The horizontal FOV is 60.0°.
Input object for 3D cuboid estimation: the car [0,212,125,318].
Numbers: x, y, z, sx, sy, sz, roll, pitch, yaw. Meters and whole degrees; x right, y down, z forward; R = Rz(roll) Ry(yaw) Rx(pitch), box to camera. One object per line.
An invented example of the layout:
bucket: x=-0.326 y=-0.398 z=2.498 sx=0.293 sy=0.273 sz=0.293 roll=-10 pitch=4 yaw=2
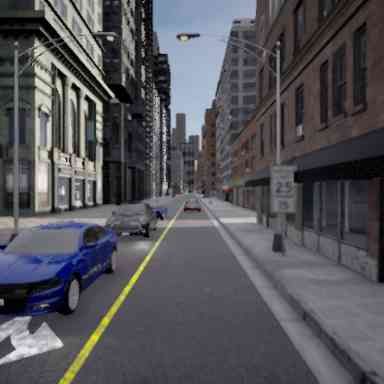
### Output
car: x=-3.090 y=1.475 z=7.769 sx=1.882 sy=1.535 sz=5.008 roll=0 pitch=0 yaw=0

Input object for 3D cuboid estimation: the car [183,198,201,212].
car: x=0.036 y=1.540 z=38.255 sx=1.994 sy=1.385 sz=4.181 roll=0 pitch=0 yaw=0

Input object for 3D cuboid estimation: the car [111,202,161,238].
car: x=-3.077 y=1.342 z=17.636 sx=2.097 sy=1.767 sz=4.553 roll=0 pitch=0 yaw=0

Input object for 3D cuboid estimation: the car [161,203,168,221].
car: x=-3.066 y=1.585 z=27.456 sx=1.895 sy=1.301 sz=4.718 roll=0 pitch=0 yaw=0

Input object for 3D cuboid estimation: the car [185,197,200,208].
car: x=0.047 y=1.512 z=48.400 sx=2.033 sy=1.411 sz=5.357 roll=0 pitch=0 yaw=0
